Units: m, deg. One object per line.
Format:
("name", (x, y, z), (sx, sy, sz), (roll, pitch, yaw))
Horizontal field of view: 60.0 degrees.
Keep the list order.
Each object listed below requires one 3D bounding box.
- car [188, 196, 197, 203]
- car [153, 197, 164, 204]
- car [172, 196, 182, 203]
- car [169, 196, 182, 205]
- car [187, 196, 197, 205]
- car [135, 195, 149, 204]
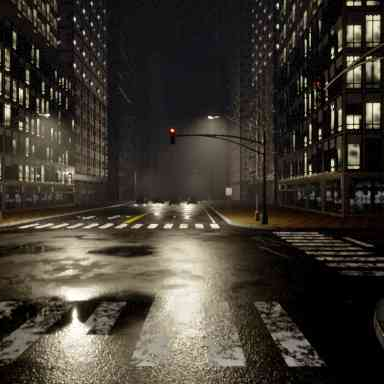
("car", (0.075, 1.583, 70.588), (1.895, 1.301, 4.718), (0, 0, 0))
("car", (-6.432, 1.680, 64.315), (1.994, 1.385, 4.181), (0, 0, 0))
("car", (-3.176, 1.523, 70.145), (1.994, 1.385, 4.181), (0, 0, 0))
("car", (-3.187, 1.647, 59.727), (2.033, 1.411, 5.357), (0, 0, 0))
("car", (0.064, 1.648, 60.140), (2.033, 1.411, 5.357), (0, 0, 0))
("car", (-9.682, 1.468, 64.349), (2.097, 1.767, 4.553), (0, 0, 0))
